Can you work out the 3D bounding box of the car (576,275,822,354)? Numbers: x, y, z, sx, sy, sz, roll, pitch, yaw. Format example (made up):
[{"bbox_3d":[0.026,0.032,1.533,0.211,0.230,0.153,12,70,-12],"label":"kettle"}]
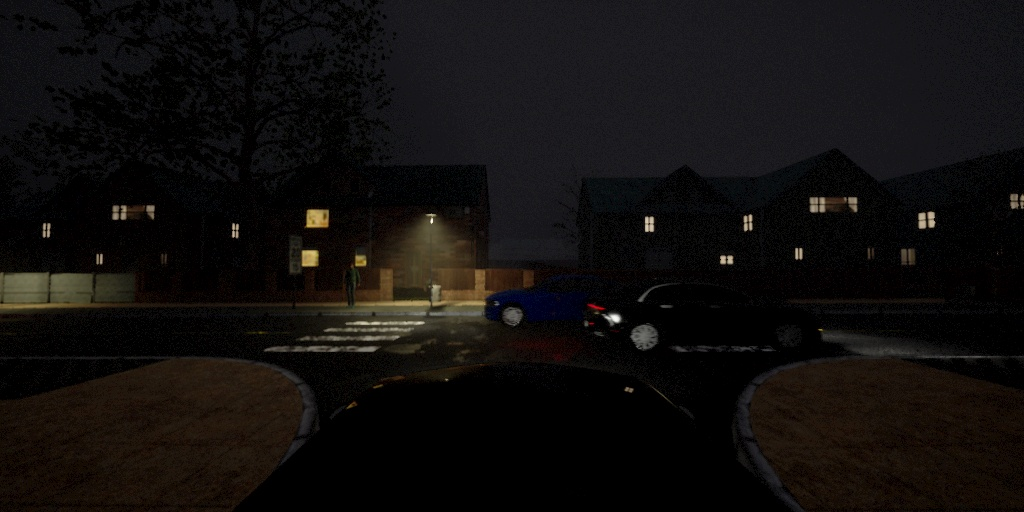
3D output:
[{"bbox_3d":[4.117,1.254,8.138,4.892,1.490,1.837,-1,-1,2],"label":"car"}]

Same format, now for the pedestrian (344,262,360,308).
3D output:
[{"bbox_3d":[-6.444,1.147,14.349,0.375,1.860,0.375,0,-1,2],"label":"pedestrian"}]

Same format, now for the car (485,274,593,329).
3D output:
[{"bbox_3d":[1.646,1.326,11.172,5.008,1.535,1.882,-1,-1,2],"label":"car"}]
